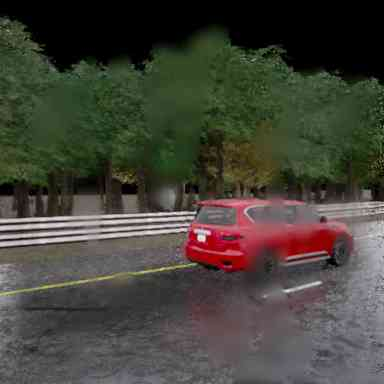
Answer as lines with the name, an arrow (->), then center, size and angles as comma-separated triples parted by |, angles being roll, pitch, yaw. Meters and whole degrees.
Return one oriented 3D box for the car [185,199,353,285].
car -> 2.422, 1.226, 9.761 | 5.566, 2.045, 2.150 | 0, 0, -35
